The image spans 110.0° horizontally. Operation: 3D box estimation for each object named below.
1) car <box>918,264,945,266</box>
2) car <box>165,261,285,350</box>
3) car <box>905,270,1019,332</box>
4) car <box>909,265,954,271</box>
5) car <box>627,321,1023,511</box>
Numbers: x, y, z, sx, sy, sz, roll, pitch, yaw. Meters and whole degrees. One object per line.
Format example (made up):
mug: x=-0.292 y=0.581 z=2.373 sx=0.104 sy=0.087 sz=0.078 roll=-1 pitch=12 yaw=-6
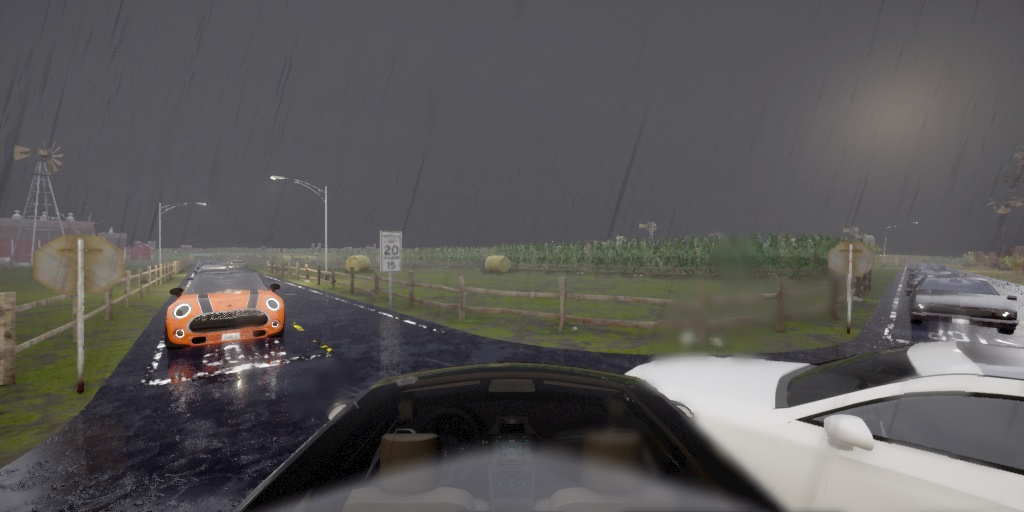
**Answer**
car: x=28.765 y=1.302 z=24.653 sx=4.902 sy=1.511 sz=2.128 roll=0 pitch=1 yaw=-42
car: x=-7.438 y=1.136 z=9.415 sx=2.097 sy=1.767 sz=4.553 roll=0 pitch=0 yaw=-39
car: x=13.675 y=1.332 z=11.086 sx=5.357 sy=1.411 sz=2.033 roll=0 pitch=1 yaw=-42
car: x=21.104 y=1.359 z=17.770 sx=4.181 sy=1.385 sz=1.994 roll=0 pitch=1 yaw=-42
car: x=2.866 y=1.293 z=2.171 sx=1.812 sy=1.442 sz=4.674 roll=0 pitch=1 yaw=-43
